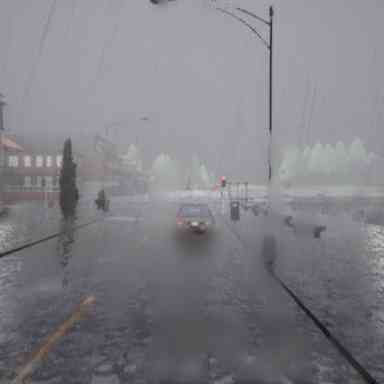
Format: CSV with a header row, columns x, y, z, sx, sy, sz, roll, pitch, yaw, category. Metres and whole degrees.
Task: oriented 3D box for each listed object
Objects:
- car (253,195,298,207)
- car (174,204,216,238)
x,y,z,sx,sy,sz,roll,pitch,yaw,category
9.196,0.975,36.329,4.718,1.301,1.895,0,1,3,car
0.112,1.272,15.825,2.033,1.411,5.357,0,1,0,car
